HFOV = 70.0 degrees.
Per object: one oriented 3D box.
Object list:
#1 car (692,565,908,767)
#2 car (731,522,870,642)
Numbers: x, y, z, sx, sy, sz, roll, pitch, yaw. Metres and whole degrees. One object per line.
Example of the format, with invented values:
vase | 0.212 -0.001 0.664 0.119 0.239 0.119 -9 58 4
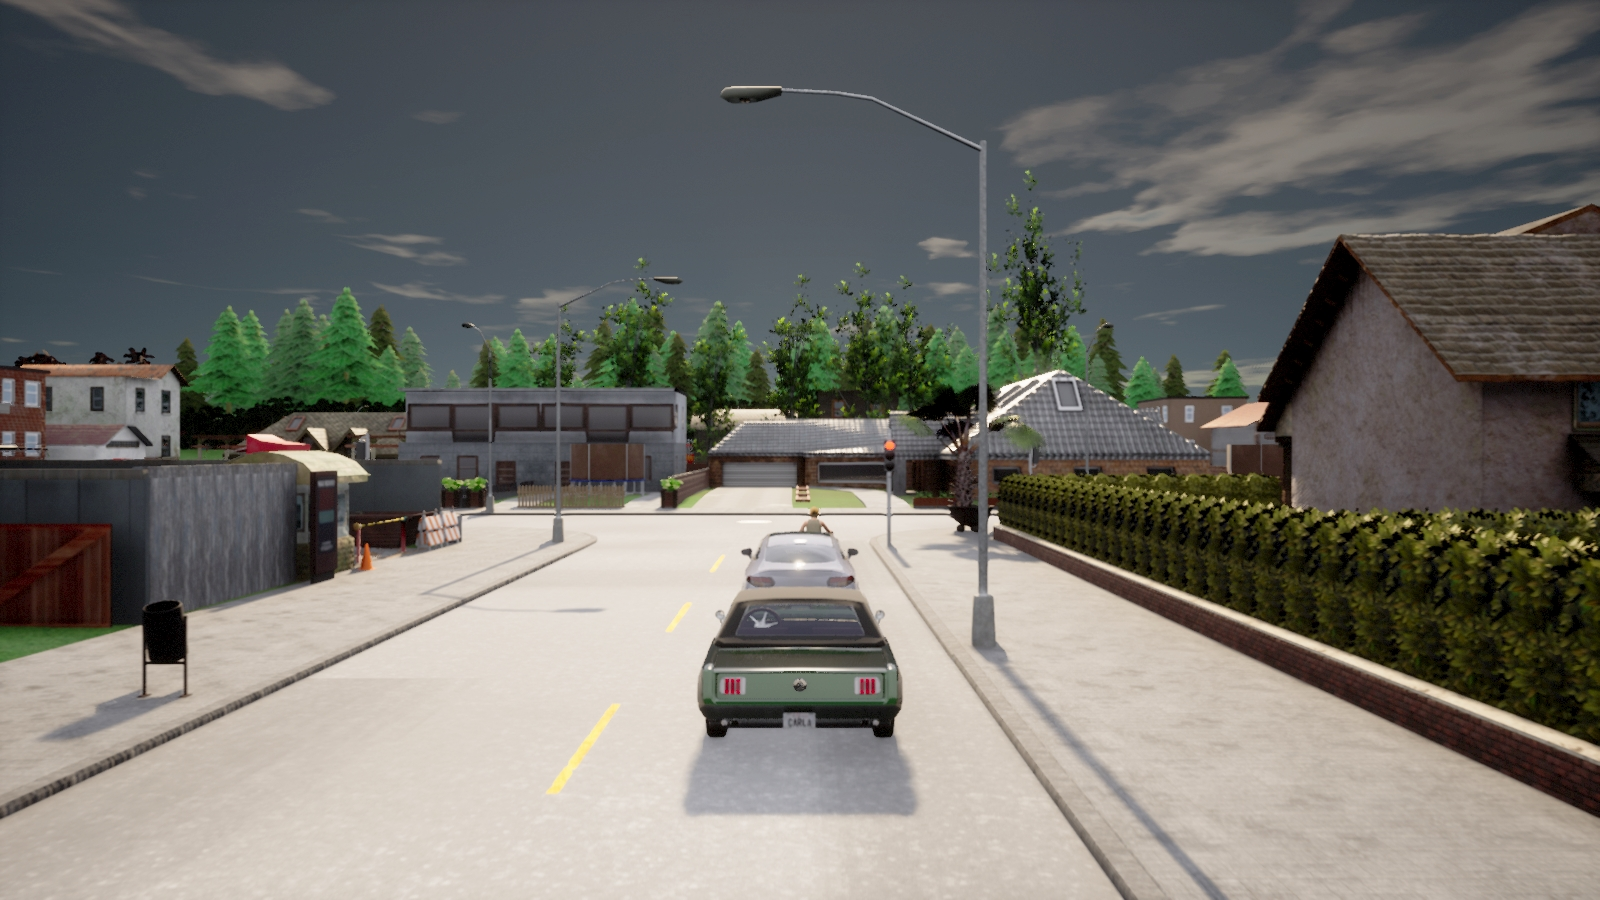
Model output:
car | 0.001 2.138 12.412 1.895 1.301 4.718 0 0 0
car | -0.001 2.057 18.859 2.002 1.442 4.674 0 0 0
